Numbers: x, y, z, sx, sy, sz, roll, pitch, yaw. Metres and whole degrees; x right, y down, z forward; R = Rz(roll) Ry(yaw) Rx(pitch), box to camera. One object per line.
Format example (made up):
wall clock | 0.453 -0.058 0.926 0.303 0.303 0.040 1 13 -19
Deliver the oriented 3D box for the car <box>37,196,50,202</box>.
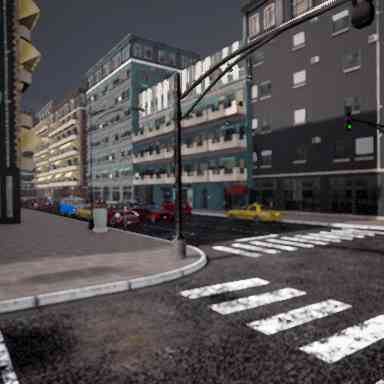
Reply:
car | -37.154 1.738 83.162 1.887 1.381 4.507 -1 1 -35

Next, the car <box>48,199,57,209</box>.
car | -18.233 1.697 46.779 2.033 1.411 5.357 -1 0 -35

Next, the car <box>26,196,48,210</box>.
car | -21.486 1.633 46.755 1.967 1.590 4.097 -1 1 -35

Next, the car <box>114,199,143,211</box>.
car | -8.235 1.592 42.608 2.008 1.369 4.403 -1 1 -35

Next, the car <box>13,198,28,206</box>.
car | -31.124 1.787 60.274 1.887 1.381 4.507 -1 1 -35

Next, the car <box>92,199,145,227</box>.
car | -5.420 1.558 24.226 1.967 1.590 4.097 -1 1 -35

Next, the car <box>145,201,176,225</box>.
car | -3.089 1.643 25.420 1.994 1.385 4.181 -1 0 -35

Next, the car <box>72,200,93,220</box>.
car | -8.533 1.657 28.593 1.752 1.417 4.829 -1 1 -35

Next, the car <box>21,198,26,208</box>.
car | -24.697 1.775 51.261 1.947 1.339 4.313 -1 1 -35

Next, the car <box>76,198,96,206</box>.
car | -17.875 1.654 56.126 1.947 1.339 4.313 -1 1 -35

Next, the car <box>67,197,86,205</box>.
car | -21.088 1.655 60.632 2.008 1.369 4.403 -1 1 -35

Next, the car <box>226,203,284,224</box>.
car | 4.519 1.509 24.723 1.752 1.417 4.829 -1 1 -35

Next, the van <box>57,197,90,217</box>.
van | -11.847 1.488 33.236 1.690 1.788 3.998 -1 1 -35

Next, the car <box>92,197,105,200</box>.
car | -14.663 1.512 51.619 1.967 1.590 4.097 -1 1 -35

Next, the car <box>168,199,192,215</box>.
car | -1.810 1.451 33.595 1.967 1.590 4.097 -1 1 -35
